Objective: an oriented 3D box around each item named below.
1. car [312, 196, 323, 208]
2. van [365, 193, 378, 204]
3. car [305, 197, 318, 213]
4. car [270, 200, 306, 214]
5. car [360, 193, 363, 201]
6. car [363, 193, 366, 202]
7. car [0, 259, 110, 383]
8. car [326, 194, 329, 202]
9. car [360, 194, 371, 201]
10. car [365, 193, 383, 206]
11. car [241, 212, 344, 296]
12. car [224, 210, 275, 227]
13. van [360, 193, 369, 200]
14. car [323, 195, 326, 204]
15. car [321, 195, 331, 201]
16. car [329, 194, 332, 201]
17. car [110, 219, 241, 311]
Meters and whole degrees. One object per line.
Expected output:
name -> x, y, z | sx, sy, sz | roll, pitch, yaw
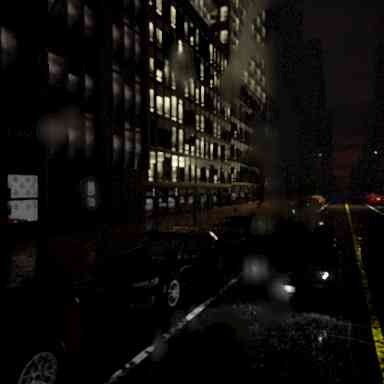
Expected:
car -> 15.952, 1.488, 43.996 | 1.802, 1.307, 4.206 | -1, 0, 24
van -> 32.996, 1.175, 61.217 | 1.690, 1.788, 3.998 | -1, 0, 24
car -> 11.243, 1.482, 33.650 | 2.008, 1.369, 4.403 | -1, 0, 24
car -> 6.533, 1.508, 23.305 | 2.008, 1.369, 4.403 | -1, 0, 24
car -> 35.352, 1.260, 66.390 | 1.967, 1.590, 4.097 | -1, 0, 24
car -> 30.641, 1.162, 56.045 | 2.192, 1.841, 5.009 | -1, 0, 24
car -> -2.885, 1.552, 2.613 | 1.887, 1.381, 4.507 | -1, 0, 24
car -> 22.946, 1.393, 59.361 | 1.752, 1.417, 4.829 | -1, 0, 24
car -> 40.060, 1.233, 76.736 | 1.967, 1.590, 4.097 | -1, 0, 24
car -> 28.286, 1.175, 50.871 | 2.192, 1.841, 5.009 | -1, 0, 24
car -> 3.003, 1.530, 9.045 | 2.033, 1.411, 5.357 | 0, 0, 24
car -> 1.825, 1.564, 12.959 | 1.802, 1.307, 4.206 | -1, 0, 24
van -> 42.414, 1.120, 81.908 | 1.690, 1.788, 3.998 | -1, 0, 24
car -> 18.305, 1.333, 49.169 | 1.967, 1.590, 4.097 | -1, 0, 24
car -> 32.435, 1.364, 80.207 | 2.008, 1.369, 4.403 | -1, 0, 24
car -> 27.725, 1.406, 69.861 | 1.947, 1.339, 4.313 | -1, 0, 24
car -> -0.531, 1.545, 7.786 | 2.008, 1.369, 4.403 | -1, 0, 24
